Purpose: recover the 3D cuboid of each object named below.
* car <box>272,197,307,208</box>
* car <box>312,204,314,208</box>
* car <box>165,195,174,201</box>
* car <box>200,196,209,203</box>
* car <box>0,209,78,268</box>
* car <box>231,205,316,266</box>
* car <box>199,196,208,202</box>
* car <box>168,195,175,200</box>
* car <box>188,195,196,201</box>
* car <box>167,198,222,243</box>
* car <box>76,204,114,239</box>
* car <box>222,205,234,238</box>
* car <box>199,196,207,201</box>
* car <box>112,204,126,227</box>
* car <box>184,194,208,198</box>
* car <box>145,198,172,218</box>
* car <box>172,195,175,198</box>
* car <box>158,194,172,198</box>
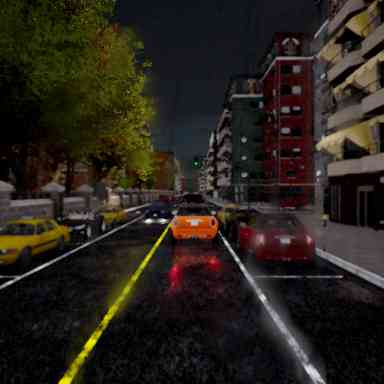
[{"bbox_3d":[14.623,1.595,49.737,5.009,1.841,2.192,1,-1,0],"label":"car"},{"bbox_3d":[20.314,1.928,49.751,4.507,1.381,1.887,1,-1,0],"label":"car"},{"bbox_3d":[-5.680,1.580,82.919,1.887,1.381,4.507,0,0,0],"label":"car"},{"bbox_3d":[2.699,1.549,72.018,1.752,1.417,4.829,0,0,0],"label":"car"},{"bbox_3d":[-5.689,1.522,11.316,1.752,1.417,4.829,0,0,0],"label":"car"},{"bbox_3d":[2.691,1.437,11.485,1.967,1.590,4.097,0,0,0],"label":"car"},{"bbox_3d":[2.700,1.574,77.382,1.887,1.381,4.507,0,0,0],"label":"car"},{"bbox_3d":[-5.678,1.629,93.989,1.802,1.307,4.206,0,0,0],"label":"car"},{"bbox_3d":[0.015,1.545,89.956,2.128,1.511,4.902,0,0,0],"label":"car"},{"bbox_3d":[0.103,1.349,16.180,2.097,1.767,4.553,0,0,0],"label":"car"},{"bbox_3d":[-5.688,1.548,17.116,2.008,1.369,4.403,0,0,0],"label":"car"},{"bbox_3d":[2.692,1.563,17.116,1.947,1.339,4.313,0,0,0],"label":"car"},{"bbox_3d":[2.701,1.586,82.918,2.008,1.369,4.403,0,0,0],"label":"car"},{"bbox_3d":[-5.688,1.523,22.577,1.752,1.417,4.829,0,0,0],"label":"car"},{"bbox_3d":[0.152,1.222,31.414,2.150,2.045,5.566,0,0,2],"label":"car"},{"bbox_3d":[-3.027,1.548,30.289,2.033,1.411,5.357,0,0,1],"label":"car"},{"bbox_3d":[-5.681,1.469,77.384,1.967,1.590,4.097,0,0,0],"label":"car"},{"bbox_3d":[-5.683,1.333,66.313,2.192,1.841,5.009,0,0,0],"label":"car"}]
